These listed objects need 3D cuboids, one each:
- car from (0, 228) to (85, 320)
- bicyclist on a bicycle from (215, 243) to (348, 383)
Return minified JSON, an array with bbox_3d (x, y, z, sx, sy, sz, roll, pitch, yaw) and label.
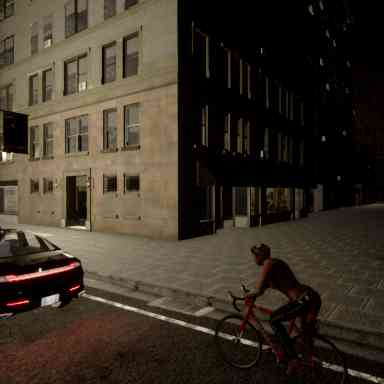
[{"bbox_3d":[-4.198,1.493,6.683,4.902,1.511,2.128,0,0,36],"label":"car"},{"bbox_3d":[0.970,1.453,3.972,1.656,1.620,0.582,0,0,36],"label":"bicyclist on a bicycle"}]
